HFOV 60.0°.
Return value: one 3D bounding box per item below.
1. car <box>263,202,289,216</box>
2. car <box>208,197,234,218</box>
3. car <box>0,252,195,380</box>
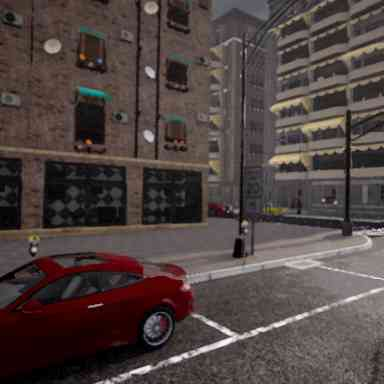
[{"bbox_3d":[7.999,1.784,35.317,1.752,1.417,4.829,1,-1,-35],"label":"car"},{"bbox_3d":[1.680,1.380,30.617,2.192,1.841,5.009,2,-1,-35],"label":"car"},{"bbox_3d":[-1.886,1.586,4.736,4.206,1.307,1.802,0,1,-35],"label":"car"}]
